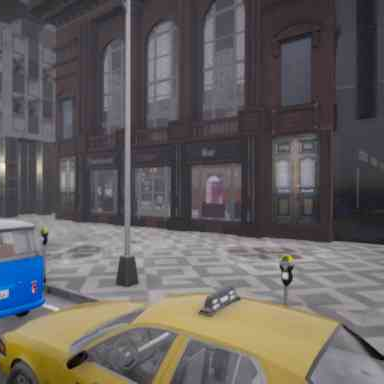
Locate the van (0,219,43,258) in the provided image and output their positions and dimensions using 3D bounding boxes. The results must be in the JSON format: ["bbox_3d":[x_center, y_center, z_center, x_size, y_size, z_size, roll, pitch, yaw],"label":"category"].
[{"bbox_3d":[-4.421,1.333,6.122,3.998,1.788,1.690,0,0,36],"label":"van"}]

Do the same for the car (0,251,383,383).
[{"bbox_3d":[0.025,1.523,2.943,4.829,1.417,1.752,0,0,36],"label":"car"}]
